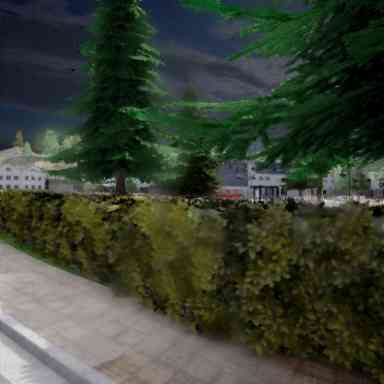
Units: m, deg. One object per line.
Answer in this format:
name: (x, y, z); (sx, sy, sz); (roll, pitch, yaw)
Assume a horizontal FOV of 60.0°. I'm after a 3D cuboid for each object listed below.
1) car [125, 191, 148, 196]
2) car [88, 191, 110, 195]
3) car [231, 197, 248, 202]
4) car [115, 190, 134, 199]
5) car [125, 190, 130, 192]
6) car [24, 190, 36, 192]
car: (-9.410, 1.025, 58.320); (3.806, 1.475, 1.970); (0, 0, -39)
car: (-23.619, 0.551, 87.110); (5.027, 1.636, 2.152); (0, 0, -39)
car: (6.582, 1.394, 49.538); (4.718, 1.301, 1.895); (0, 0, -39)
car: (-15.545, 0.580, 77.185); (3.866, 1.878, 1.905); (0, 0, -39)
car: (-13.391, 0.625, 75.192); (4.605, 1.855, 1.932); (0, 0, -39)
car: (-39.084, 0.434, 78.575); (4.605, 1.855, 1.932); (0, 0, -39)
